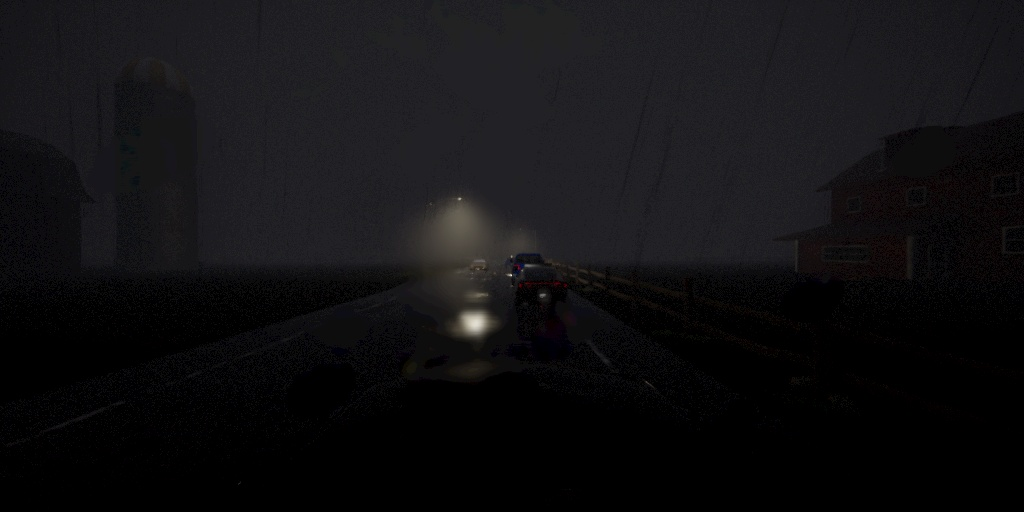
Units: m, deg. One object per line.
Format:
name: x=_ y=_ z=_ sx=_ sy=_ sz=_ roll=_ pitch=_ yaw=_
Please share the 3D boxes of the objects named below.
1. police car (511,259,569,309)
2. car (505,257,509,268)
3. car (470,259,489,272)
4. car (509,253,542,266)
police car: x=1.048 y=1.079 z=14.408 sx=1.930 sy=1.638 sz=5.238 roll=0 pitch=0 yaw=0
car: x=0.008 y=0.889 z=51.930 sx=1.882 sy=1.535 sz=5.008 roll=0 pitch=1 yaw=0
car: x=-3.595 y=1.024 z=40.940 sx=2.033 sy=1.411 sz=5.357 roll=0 pitch=0 yaw=0
car: x=1.047 y=0.808 z=24.328 sx=2.150 sy=2.045 sz=5.566 roll=0 pitch=0 yaw=0
